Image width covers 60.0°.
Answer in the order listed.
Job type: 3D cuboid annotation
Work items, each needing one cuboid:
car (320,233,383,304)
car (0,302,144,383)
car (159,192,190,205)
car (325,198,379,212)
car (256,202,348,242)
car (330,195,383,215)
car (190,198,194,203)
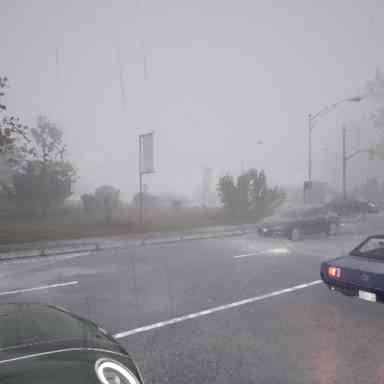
[{"bbox_3d":[4.969,1.573,7.276,4.718,1.301,1.895,0,0,-35],"label":"car"},{"bbox_3d":[-2.502,1.352,1.938,4.553,1.767,2.097,0,0,-36],"label":"car"},{"bbox_3d":[-3.355,1.021,54.700,2.150,2.045,5.566,-1,0,-38],"label":"car"},{"bbox_3d":[16.796,1.354,35.086,1.895,1.301,4.718,-1,0,-39],"label":"car"},{"bbox_3d":[5.252,1.435,16.231,4.892,1.490,1.837,-1,0,-35],"label":"car"},{"bbox_3d":[15.325,1.134,31.320,2.097,1.767,4.553,-1,0,-39],"label":"car"},{"bbox_3d":[-1.673,1.260,58.212,2.128,1.511,4.902,-1,0,-38],"label":"car"}]
